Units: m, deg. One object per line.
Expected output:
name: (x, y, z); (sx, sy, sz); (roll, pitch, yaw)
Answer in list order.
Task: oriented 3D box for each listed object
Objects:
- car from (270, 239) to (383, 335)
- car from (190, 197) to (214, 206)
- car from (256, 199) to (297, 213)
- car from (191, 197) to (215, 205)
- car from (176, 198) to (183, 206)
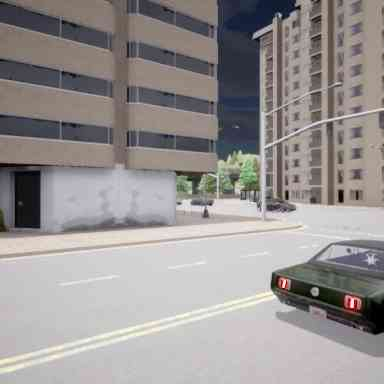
car: (3.797, 1.603, 6.483); (4.718, 1.301, 1.895); (0, 0, -35)
car: (1.511, 1.574, 54.339); (1.994, 1.385, 4.181); (0, 0, -36)
car: (9.396, 1.514, 37.173); (1.837, 1.490, 4.892); (0, 0, -36)
car: (1.859, 1.612, 59.889); (1.895, 1.301, 4.718); (0, 0, -35)
car: (-3.255, 1.574, 54.740); (1.994, 1.385, 4.181); (0, 0, -36)
